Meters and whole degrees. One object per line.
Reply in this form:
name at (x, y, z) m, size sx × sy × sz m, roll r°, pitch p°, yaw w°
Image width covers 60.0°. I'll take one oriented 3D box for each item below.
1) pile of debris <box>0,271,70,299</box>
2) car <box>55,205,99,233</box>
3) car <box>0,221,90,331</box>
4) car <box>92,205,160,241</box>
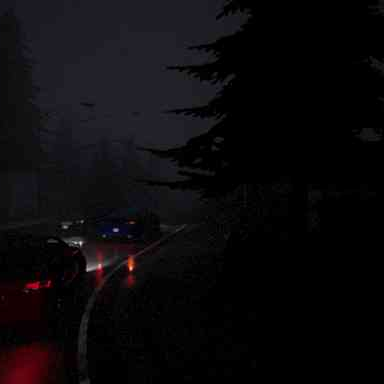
pile of debris at (-3.967, 2.183, 7.951) m, size 1.500 × 0.140 × 1.860 m, roll 0°, pitch 0°, yaw -4°
car at (-6.191, 1.547, 19.586) m, size 2.128 × 1.511 × 4.902 m, roll 0°, pitch 0°, yaw 8°
car at (-3.473, 1.565, 6.904) m, size 1.994 × 1.385 × 4.181 m, roll 0°, pitch 0°, yaw -11°
car at (-2.947, 1.491, 16.796) m, size 1.882 × 1.535 × 5.008 m, roll 0°, pitch 0°, yaw 8°
